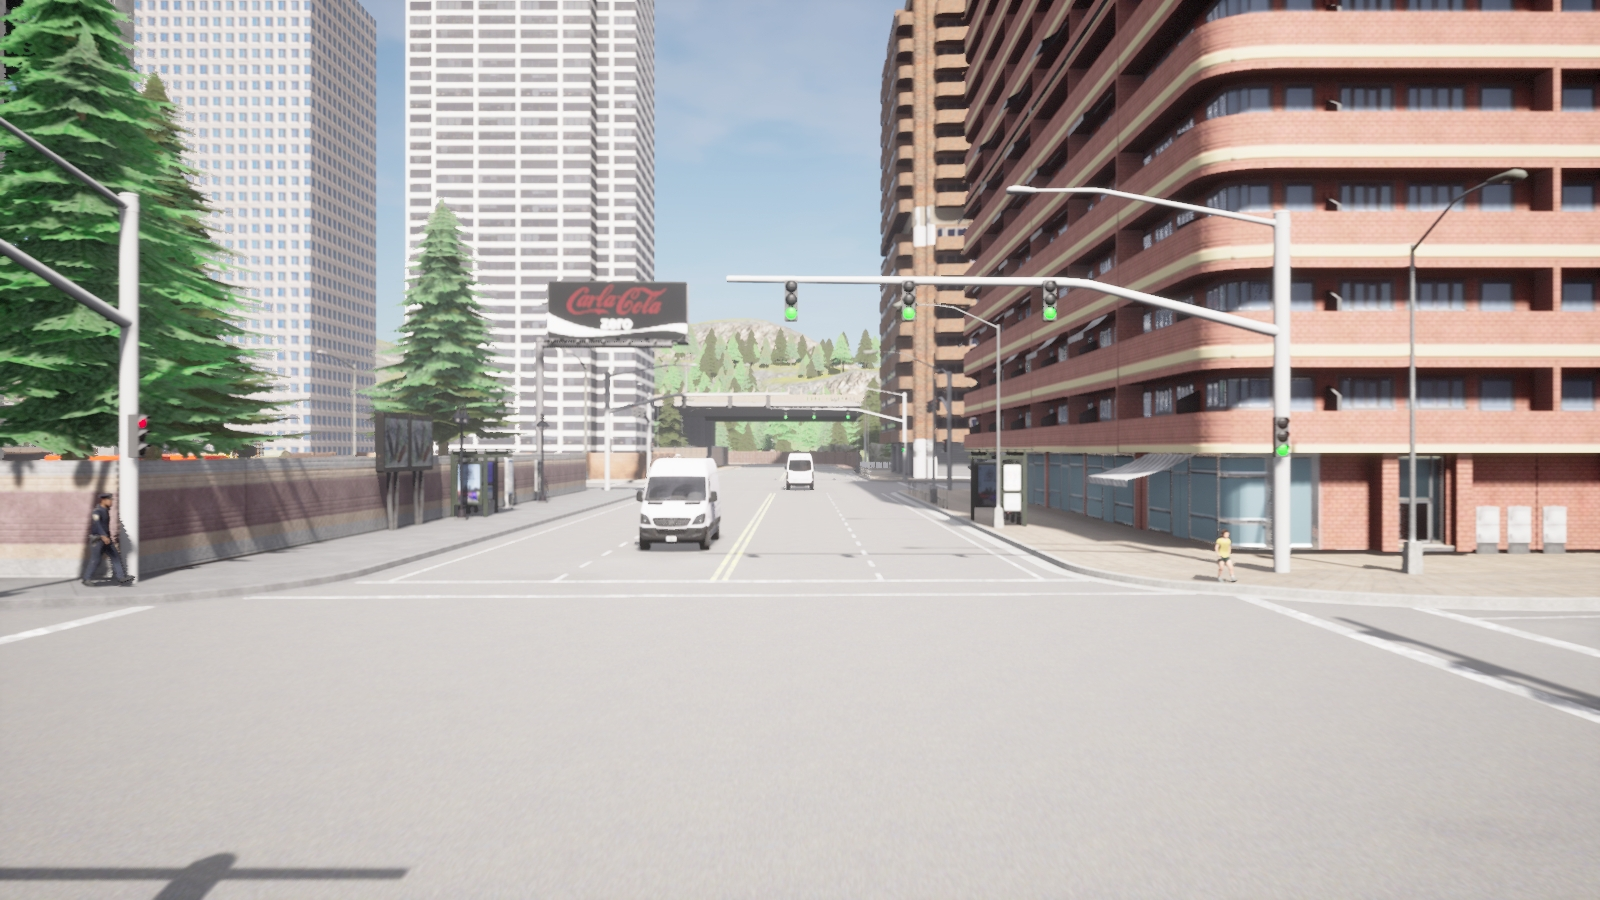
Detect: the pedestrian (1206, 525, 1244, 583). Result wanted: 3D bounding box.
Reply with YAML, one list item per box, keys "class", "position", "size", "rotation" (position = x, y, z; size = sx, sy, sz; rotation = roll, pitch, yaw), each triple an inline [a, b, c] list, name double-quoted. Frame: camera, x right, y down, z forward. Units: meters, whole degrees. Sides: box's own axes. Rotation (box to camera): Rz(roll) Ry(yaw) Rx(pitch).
- class: "pedestrian"
  position: [8.359, 2.037, 22.485]
  size: [0.500, 1.100, 0.500]
  rotation: [0, 0, -11]

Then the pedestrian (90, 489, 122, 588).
- class: "pedestrian"
  position: [-13.213, 1.671, 21.750]
  size: [0.375, 1.860, 0.375]
  rotation: [0, 0, -1]

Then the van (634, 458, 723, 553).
- class: "van"
  position: [-3.502, 1.533, 34.017]
  size: [1.988, 2.561, 5.915]
  rotation: [0, 0, 0]
